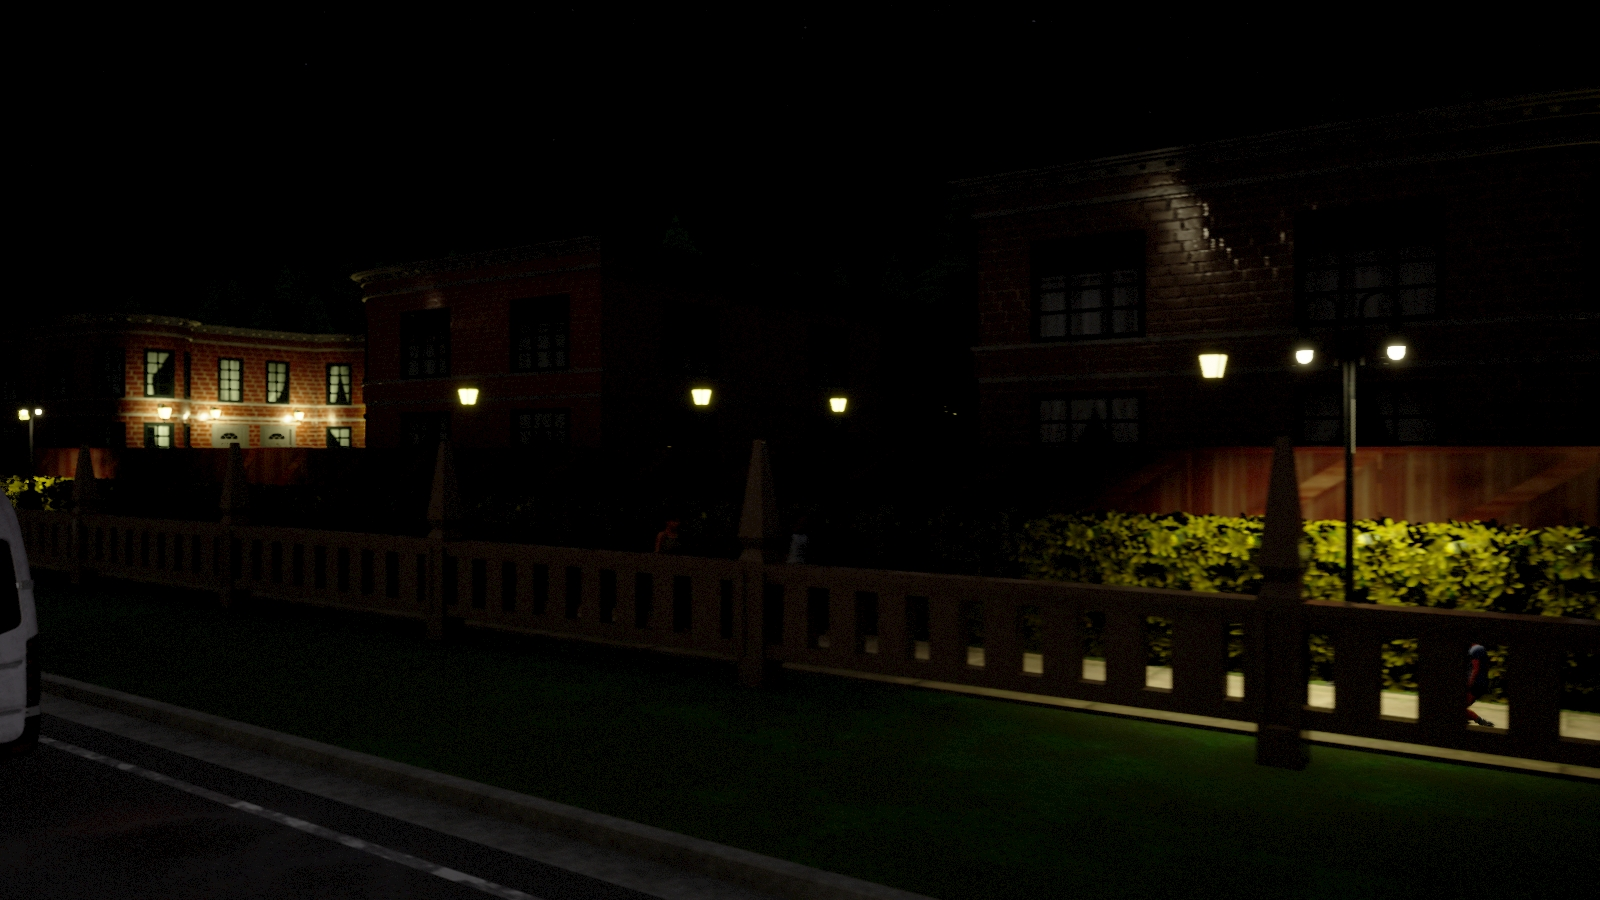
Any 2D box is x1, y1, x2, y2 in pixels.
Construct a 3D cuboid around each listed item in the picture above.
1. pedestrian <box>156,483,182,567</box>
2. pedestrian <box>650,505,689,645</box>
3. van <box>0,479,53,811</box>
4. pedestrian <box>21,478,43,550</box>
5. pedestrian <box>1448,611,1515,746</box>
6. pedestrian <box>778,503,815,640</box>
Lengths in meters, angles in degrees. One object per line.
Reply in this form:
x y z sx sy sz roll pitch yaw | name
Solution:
-14.261 1.686 25.822 0.375 1.860 0.375 0 0 35 | pedestrian
-1.778 1.692 15.594 0.375 1.860 0.375 0 0 35 | pedestrian
-9.011 1.529 10.091 5.915 2.561 1.988 0 0 35 | van
-20.233 1.684 30.112 0.375 1.860 0.375 0 0 36 | pedestrian
6.254 2.076 10.485 0.500 1.100 0.500 0 0 34 | pedestrian
-0.046 1.692 16.065 0.375 1.860 0.375 0 0 38 | pedestrian
